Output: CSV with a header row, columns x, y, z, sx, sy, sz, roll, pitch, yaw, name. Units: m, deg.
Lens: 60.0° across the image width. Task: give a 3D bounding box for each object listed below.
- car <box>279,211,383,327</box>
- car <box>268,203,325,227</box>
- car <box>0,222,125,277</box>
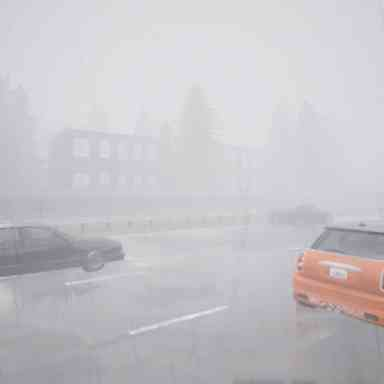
x,y,z,sx,sy,sz,roll,pitch,yaw,name
4.134,1.360,6.691,4.553,1.767,2.097,0,0,-35,car
7.153,1.499,21.738,5.008,1.535,1.882,0,0,-35,car
-4.610,1.549,9.055,5.357,1.411,2.033,0,0,-35,car
